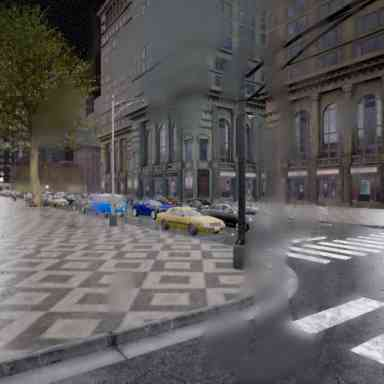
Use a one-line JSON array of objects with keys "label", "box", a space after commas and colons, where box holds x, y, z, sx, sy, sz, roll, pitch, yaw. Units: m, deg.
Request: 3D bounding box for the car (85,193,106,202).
[{"label": "car", "box": [-15.998, 0.909, 54.983, 2.008, 1.369, 4.403, 1, 0, -35]}]

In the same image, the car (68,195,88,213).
[{"label": "car", "box": [-10.005, 1.230, 31.700, 2.008, 1.369, 4.403, 1, 0, -35]}]

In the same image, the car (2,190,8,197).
[{"label": "car", "box": [-42.390, 0.329, 77.601, 1.967, 1.590, 4.097, 1, 0, -35]}]

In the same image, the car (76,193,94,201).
[{"label": "car", "box": [-19.237, 0.860, 59.572, 1.802, 1.307, 4.206, 1, 0, -35]}]

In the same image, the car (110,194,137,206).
[{"label": "car", "box": [-9.521, 1.073, 45.804, 2.008, 1.369, 4.403, 1, 0, -35]}]

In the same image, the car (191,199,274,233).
[{"label": "car", "box": [2.372, 1.370, 18.772, 2.128, 1.511, 4.902, 0, 1, -36]}]

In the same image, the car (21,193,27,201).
[{"label": "car", "box": [-26.199, 0.829, 54.652, 2.008, 1.369, 4.403, 1, 0, -35]}]

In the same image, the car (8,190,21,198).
[{"label": "car", "box": [-35.912, 0.483, 68.421, 1.967, 1.590, 4.097, 1, 0, -35]}]

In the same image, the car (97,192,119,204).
[{"label": "car", "box": [-12.758, 0.880, 50.393, 1.967, 1.590, 4.097, 1, 0, -35]}]

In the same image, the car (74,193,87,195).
[{"label": "car", "box": [-14.845, 1.013, 43.242, 1.837, 1.490, 4.892, 0, 1, -35]}]

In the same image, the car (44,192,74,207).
[{"label": "car", "box": [-16.385, 1.050, 40.744, 1.752, 1.417, 4.829, 1, 0, -35]}]

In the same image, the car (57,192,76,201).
[{"label": "car", "box": [-22.464, 0.744, 59.499, 2.128, 1.511, 4.902, 0, 1, -35]}]

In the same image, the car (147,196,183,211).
[{"label": "car", "box": [-3.043, 1.223, 36.622, 1.887, 1.381, 4.507, 1, 0, -35]}]

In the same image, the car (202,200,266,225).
[{"label": "car", "box": [2.860, 1.367, 23.620, 1.812, 1.442, 4.674, 0, 1, -35]}]

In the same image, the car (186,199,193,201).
[{"label": "car", "box": [0.194, 1.314, 32.032, 1.947, 1.339, 4.313, 1, 0, -35]}]

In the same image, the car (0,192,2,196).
[{"label": "car", "box": [-45.629, 0.253, 82.191, 1.967, 1.590, 4.097, 1, 0, -35]}]

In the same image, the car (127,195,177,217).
[{"label": "car", "box": [-3.067, 1.257, 26.470, 1.882, 1.535, 5.008, 0, 1, -35]}]

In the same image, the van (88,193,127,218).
[{"label": "van", "box": [-6.764, 1.090, 27.109, 1.690, 1.788, 3.998, 1, 0, -35]}]

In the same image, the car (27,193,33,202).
[{"label": "car", "box": [-22.960, 0.910, 50.063, 2.008, 1.369, 4.403, 1, 0, -35]}]

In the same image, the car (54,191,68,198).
[{"label": "car", "box": [-28.951, 0.586, 73.339, 1.887, 1.381, 4.507, 1, 0, -35]}]

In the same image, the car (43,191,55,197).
[{"label": "car", "box": [-35.429, 0.470, 82.518, 1.802, 1.307, 4.206, 1, 0, -35]}]

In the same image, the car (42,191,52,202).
[{"label": "car", "box": [-19.721, 0.991, 45.473, 2.008, 1.369, 4.403, 1, 0, -35]}]

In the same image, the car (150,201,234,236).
[{"label": "car", "box": [-0.189, 1.398, 17.786, 1.752, 1.417, 4.829, 1, 0, -35]}]
